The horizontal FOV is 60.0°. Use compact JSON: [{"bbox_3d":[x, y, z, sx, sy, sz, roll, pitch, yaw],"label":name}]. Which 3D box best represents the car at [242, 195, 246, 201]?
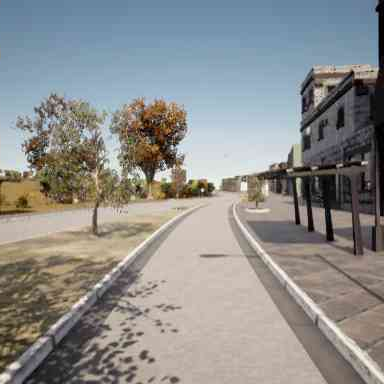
[{"bbox_3d":[10.218,1.038,60.690,2.097,1.535,5.008,-1,0,13],"label":"car"}]
